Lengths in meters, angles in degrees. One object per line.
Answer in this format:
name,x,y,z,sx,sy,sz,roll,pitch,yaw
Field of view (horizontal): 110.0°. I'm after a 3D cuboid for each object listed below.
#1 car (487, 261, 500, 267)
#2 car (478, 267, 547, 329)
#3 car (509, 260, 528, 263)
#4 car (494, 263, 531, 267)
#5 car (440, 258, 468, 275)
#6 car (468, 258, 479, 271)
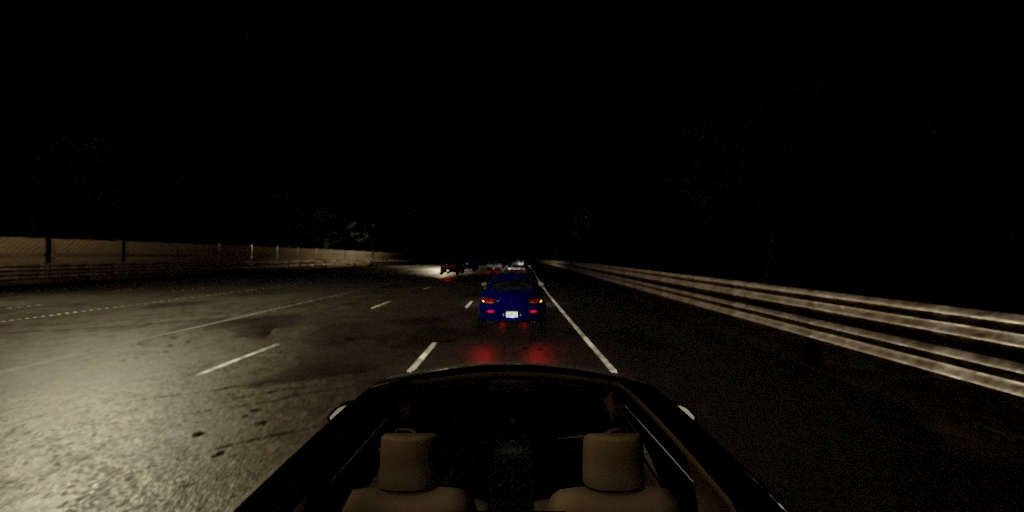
car,-2.303,1.318,49.273,1.895,1.301,4.718,0,0,2
car,0.013,1.230,10.952,1.812,1.442,4.674,0,0,0
car,0.467,1.142,28.446,2.128,1.511,4.902,0,0,2
car,0.151,1.264,20.786,1.895,1.301,4.718,0,0,1
car,-6.207,1.177,37.708,1.837,1.490,4.892,0,0,2
car,-5.810,1.062,49.221,2.097,1.767,4.553,0,0,2
